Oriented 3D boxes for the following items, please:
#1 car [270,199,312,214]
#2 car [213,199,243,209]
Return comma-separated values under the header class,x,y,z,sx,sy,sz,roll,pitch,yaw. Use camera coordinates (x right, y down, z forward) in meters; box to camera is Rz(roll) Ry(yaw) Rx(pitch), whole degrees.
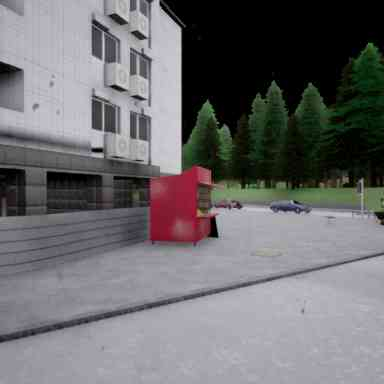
class,x,y,z,sx,sy,sz,roll,pitch,yaw
car,10.506,1.526,35.660,1.812,1.442,4.674,0,0,-36
car,4.717,1.564,43.760,1.994,1.385,4.181,0,0,-35
